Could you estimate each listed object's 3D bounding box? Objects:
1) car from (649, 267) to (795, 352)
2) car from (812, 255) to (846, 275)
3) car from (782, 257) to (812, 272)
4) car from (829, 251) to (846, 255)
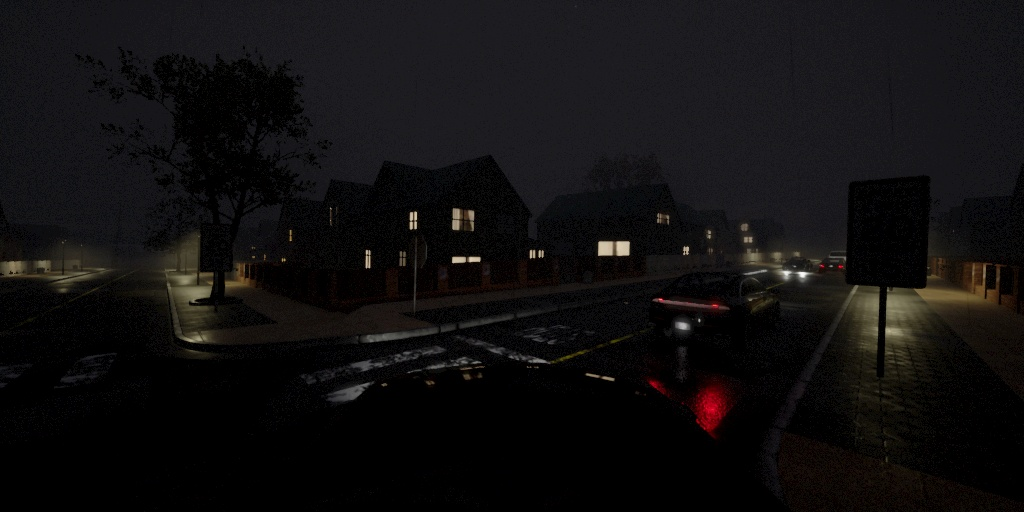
[{"bbox_3d":[5.095,1.142,8.759,4.902,1.511,2.128,-1,2,-45],"label":"car"},{"bbox_3d":[28.349,0.875,31.551,5.357,1.411,2.033,-1,2,-44],"label":"car"},{"bbox_3d":[28.260,0.792,35.411,4.181,1.385,1.994,-1,2,-45],"label":"car"},{"bbox_3d":[35.854,0.440,38.966,5.566,2.045,2.150,-1,2,-44],"label":"car"}]
